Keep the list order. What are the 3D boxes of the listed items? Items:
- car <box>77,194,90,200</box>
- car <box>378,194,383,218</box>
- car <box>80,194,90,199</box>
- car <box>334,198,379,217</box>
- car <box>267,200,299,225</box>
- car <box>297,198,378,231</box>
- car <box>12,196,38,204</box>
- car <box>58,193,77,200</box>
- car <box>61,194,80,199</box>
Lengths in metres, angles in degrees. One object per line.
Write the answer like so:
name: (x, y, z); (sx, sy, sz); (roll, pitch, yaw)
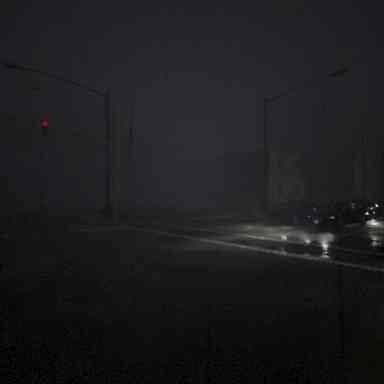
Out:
car: (-28.366, 1.248, 88.349); (2.038, 1.542, 4.974); (0, 0, -9)
car: (15.740, 1.066, 25.481); (4.553, 1.767, 2.097); (-1, 1, -39)
car: (-28.375, 1.090, 88.400); (1.853, 1.218, 4.536); (0, 0, -9)
car: (14.284, 1.253, 28.815); (4.181, 1.385, 1.994); (-1, 1, -40)
car: (7.306, 1.311, 23.144); (5.008, 1.535, 1.882); (-1, 1, -39)
car: (8.720, 1.343, 19.782); (4.902, 1.511, 2.128); (-1, 1, -39)
car: (-31.013, 1.387, 61.947); (1.812, 1.442, 4.674); (0, 0, 26)
car: (-32.085, 1.248, 88.043); (4.974, 1.542, 2.038); (0, 0, 21)
car: (-32.133, 1.091, 88.061); (4.536, 1.218, 1.853); (0, 0, 21)
